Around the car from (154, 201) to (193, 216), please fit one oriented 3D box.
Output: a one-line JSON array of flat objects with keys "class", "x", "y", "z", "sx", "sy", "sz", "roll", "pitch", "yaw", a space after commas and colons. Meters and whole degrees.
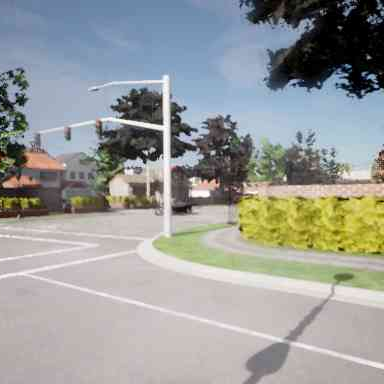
[{"class": "car", "x": -1.913, "y": 1.682, "z": 34.880, "sx": 1.882, "sy": 1.535, "sz": 5.008, "roll": -1, "pitch": 0, "yaw": 35}]
